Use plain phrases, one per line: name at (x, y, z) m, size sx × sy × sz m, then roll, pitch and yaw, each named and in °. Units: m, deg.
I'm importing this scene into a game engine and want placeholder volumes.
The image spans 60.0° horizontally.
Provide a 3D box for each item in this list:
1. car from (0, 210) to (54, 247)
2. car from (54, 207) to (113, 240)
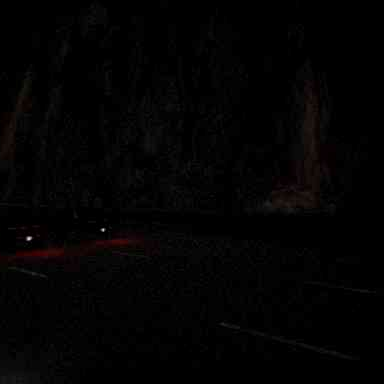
car at (-8.153, 1.514, 14.061) m, size 4.892 × 1.490 × 1.837 m, roll 0°, pitch 0°, yaw 36°
car at (-6.098, 1.514, 16.894) m, size 4.892 × 1.490 × 1.837 m, roll 0°, pitch 0°, yaw 36°
